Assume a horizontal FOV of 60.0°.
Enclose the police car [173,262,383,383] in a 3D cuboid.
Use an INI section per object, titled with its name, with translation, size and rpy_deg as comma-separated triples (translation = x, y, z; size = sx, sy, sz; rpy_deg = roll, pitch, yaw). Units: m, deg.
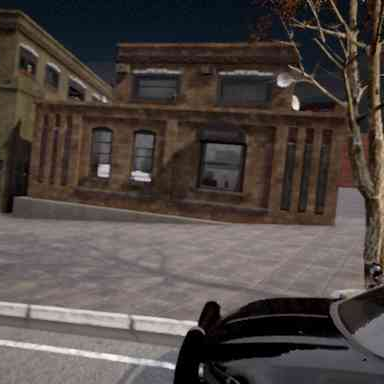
[police car]
translation = 2.465, 1.448, 2.926
size = 5.238, 1.638, 1.930
rpy_deg = 0, 0, 14
